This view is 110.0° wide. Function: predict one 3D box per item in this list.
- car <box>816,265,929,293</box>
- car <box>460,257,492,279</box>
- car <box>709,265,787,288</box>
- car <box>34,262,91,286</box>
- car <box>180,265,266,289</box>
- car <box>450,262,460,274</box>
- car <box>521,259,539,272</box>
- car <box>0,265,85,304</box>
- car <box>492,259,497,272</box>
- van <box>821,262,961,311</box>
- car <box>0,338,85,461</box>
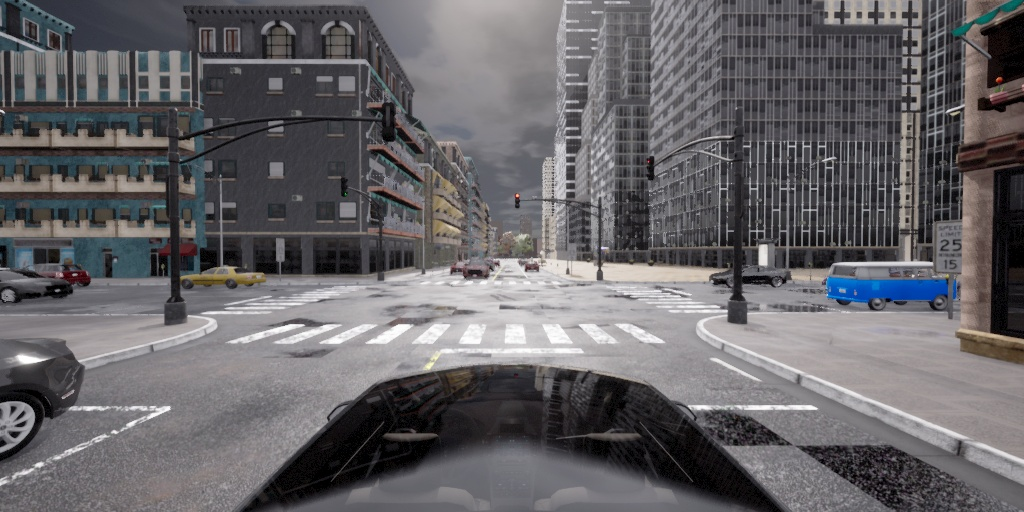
[{"bbox_3d":[19.653,1.242,19.712,4.181,1.385,1.994,0,1,0],"label":"car"},{"bbox_3d":[-3.174,1.097,32.602,2.097,1.767,4.553,0,0,-1],"label":"car"},{"bbox_3d":[14.613,1.215,22.290,4.313,1.339,1.948,0,0,0],"label":"car"},{"bbox_3d":[-28.843,1.189,22.081,4.097,1.591,1.967,0,0,0],"label":"car"},{"bbox_3d":[-17.945,1.246,22.134,4.829,1.417,1.751,0,0,0],"label":"car"},{"bbox_3d":[-5.811,1.288,40.256,1.888,1.381,4.507,0,0,0],"label":"car"},{"bbox_3d":[2.518,1.288,45.989,1.888,1.381,4.507,0,0,0],"label":"car"},{"bbox_3d":[-23.119,1.326,16.306,4.892,1.490,1.837,0,1,0],"label":"car"},{"bbox_3d":[-3.237,1.343,46.038,1.895,1.301,4.718,0,0,0],"label":"car"},{"bbox_3d":[14.653,1.116,13.910,3.998,1.789,1.690,0,0,0],"label":"van"},{"bbox_3d":[-5.690,1.300,2.190,2.007,1.370,4.403,0,0,0],"label":"car"}]
